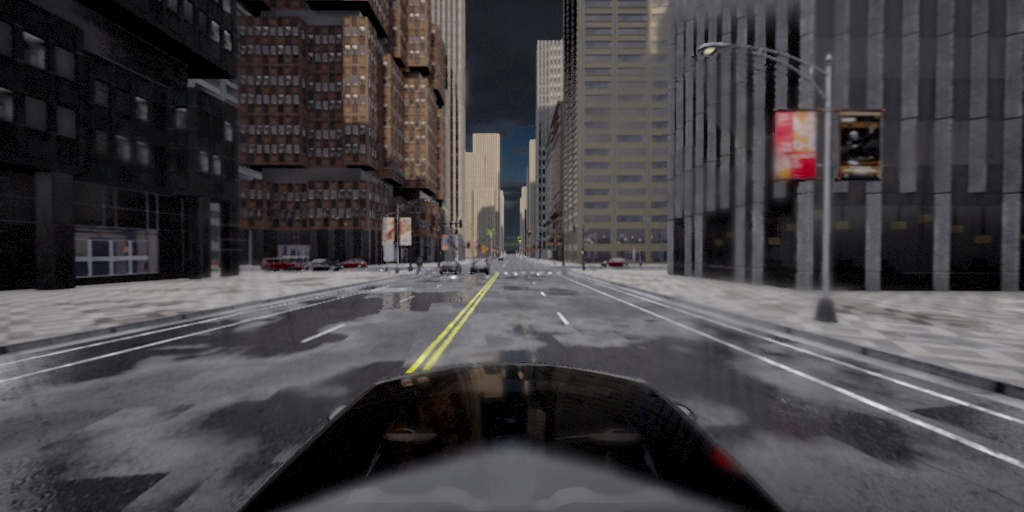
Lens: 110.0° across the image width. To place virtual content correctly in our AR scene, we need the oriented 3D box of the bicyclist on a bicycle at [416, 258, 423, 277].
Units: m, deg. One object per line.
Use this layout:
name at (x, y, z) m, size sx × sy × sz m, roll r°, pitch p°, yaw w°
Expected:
bicyclist on a bicycle at (-8.746, 1.101, 33.630) m, size 0.659 × 1.776 × 1.843 m, roll 0°, pitch 0°, yaw 0°

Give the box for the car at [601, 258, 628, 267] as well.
car at (16.687, 1.052, 58.785) m, size 4.097 × 1.591 × 1.967 m, roll 0°, pitch 0°, yaw 0°

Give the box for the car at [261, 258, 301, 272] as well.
car at (-30.147, 1.188, 47.136) m, size 5.009 × 1.841 × 2.192 m, roll 0°, pitch 0°, yaw 0°

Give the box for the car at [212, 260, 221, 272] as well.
car at (-40.829, 1.438, 47.131) m, size 4.829 × 1.417 × 1.751 m, roll 0°, pitch 0°, yaw 0°

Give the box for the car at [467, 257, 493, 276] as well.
car at (-3.262, 1.203, 37.582) m, size 1.882 × 1.535 × 5.008 m, roll 0°, pitch 0°, yaw 0°

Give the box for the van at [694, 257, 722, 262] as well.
van at (27.523, 1.070, 50.198) m, size 3.998 × 1.789 × 1.690 m, roll 0°, pitch 0°, yaw 0°

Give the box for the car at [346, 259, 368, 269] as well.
car at (-24.723, 1.163, 55.662) m, size 4.097 × 1.591 × 1.967 m, roll 0°, pitch 0°, yaw 0°

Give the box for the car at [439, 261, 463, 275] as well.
car at (-6.499, 1.271, 38.786) m, size 2.033 × 1.411 × 5.357 m, roll 0°, pitch 0°, yaw 0°

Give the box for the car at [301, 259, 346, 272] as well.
car at (-24.721, 1.419, 47.138) m, size 4.313 × 1.339 × 1.948 m, roll 0°, pitch 0°, yaw 0°
